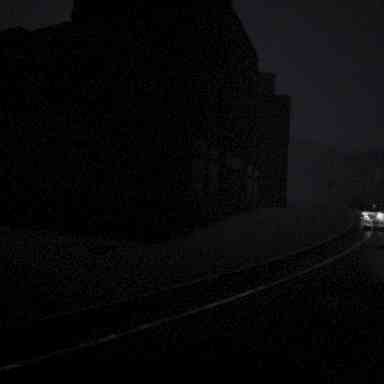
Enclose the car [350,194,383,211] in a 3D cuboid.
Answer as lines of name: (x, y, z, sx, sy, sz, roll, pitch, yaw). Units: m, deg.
car: (16.773, 0.941, 32.139, 2.128, 1.511, 4.902, 2, 2, 11)
